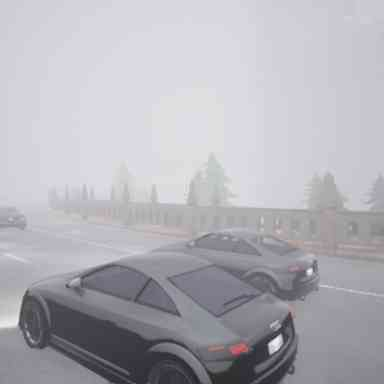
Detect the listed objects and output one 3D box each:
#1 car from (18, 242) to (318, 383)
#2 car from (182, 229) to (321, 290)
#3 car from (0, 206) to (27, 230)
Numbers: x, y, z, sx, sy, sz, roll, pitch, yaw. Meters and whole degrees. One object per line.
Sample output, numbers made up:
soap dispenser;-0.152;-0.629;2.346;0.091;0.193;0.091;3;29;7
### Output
car;-0.690;1.573;4.753;4.181;1.385;1.994;0;0;38
car;0.827;1.585;8.008;4.181;1.385;1.994;0;0;38
car;-11.446;1.532;20.029;2.033;1.411;5.357;0;0;-39
